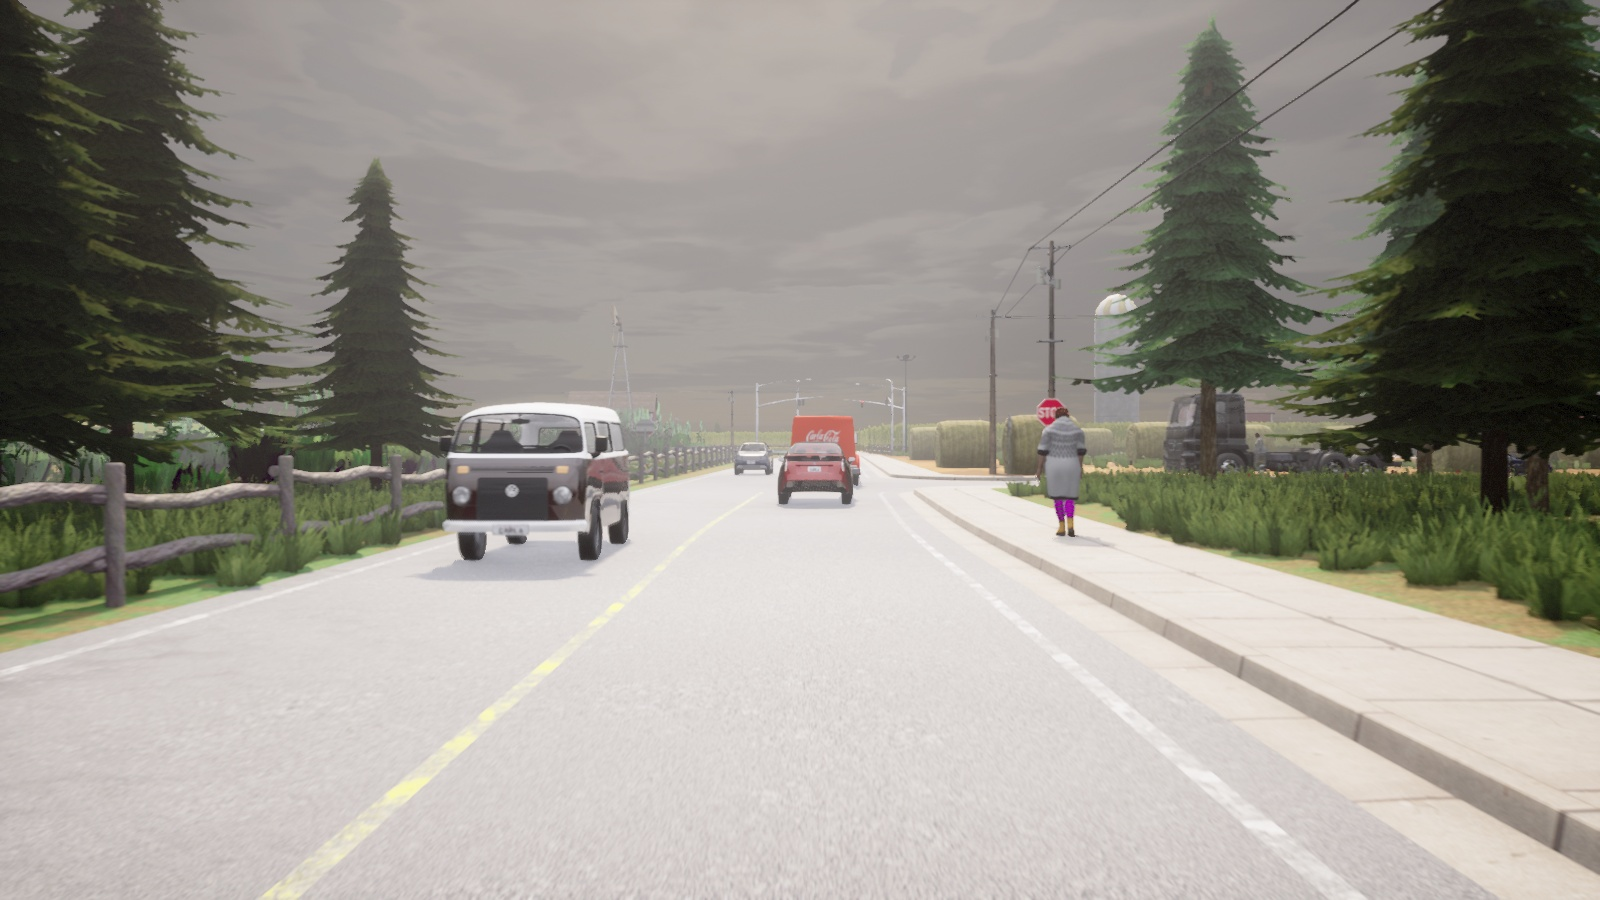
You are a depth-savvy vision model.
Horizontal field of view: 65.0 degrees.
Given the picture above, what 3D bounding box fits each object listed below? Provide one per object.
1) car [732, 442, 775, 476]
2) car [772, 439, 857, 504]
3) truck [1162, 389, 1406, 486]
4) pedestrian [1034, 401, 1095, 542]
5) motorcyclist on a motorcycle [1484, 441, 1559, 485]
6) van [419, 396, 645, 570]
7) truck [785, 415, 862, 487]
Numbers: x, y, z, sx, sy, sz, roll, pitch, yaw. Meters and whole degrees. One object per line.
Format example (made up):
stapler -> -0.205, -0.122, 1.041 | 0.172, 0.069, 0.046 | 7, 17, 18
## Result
car -> -2.169, 0.381, 59.247 | 1.789, 1.549, 3.705 | 0, 0, 2
car -> 0.415, 0.506, 31.774 | 2.007, 1.525, 4.514 | 0, 0, 2
truck -> 17.829, -0.457, 46.642 | 7.936, 3.462, 2.891 | 0, 0, -1
pedestrian -> 3.759, 0.300, 17.876 | 0.659, 1.952, 0.873 | 0, 0, -2
motorcyclist on a motorcycle -> 26.873, 0.482, 46.784 | 2.350, 1.649, 0.766 | 0, 0, -1
van -> -3.414, 0.368, 16.915 | 2.069, 2.038, 4.480 | 0, 0, 0
truck -> 0.874, 0.014, 45.490 | 2.627, 2.467, 5.204 | 0, 0, 2
